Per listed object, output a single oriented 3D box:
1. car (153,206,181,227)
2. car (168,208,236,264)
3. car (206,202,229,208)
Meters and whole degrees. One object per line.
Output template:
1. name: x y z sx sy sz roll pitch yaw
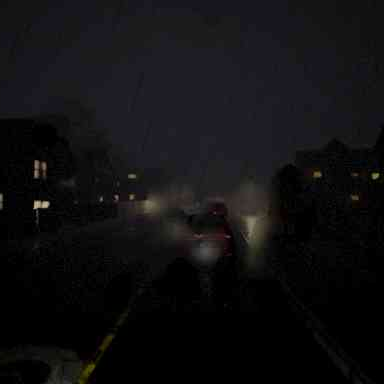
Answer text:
1. car: -1.476 1.716 23.722 1.994 1.385 4.181 0 0 6
2. car: 0.552 1.568 12.223 2.128 1.511 4.902 0 0 3
3. car: 2.314 1.664 30.639 1.882 1.535 5.008 0 0 7
